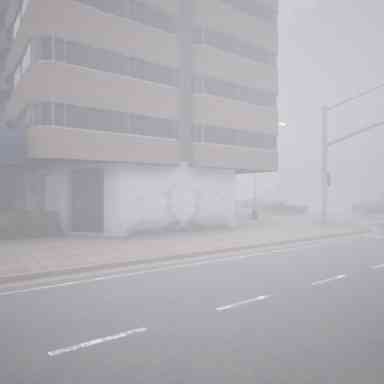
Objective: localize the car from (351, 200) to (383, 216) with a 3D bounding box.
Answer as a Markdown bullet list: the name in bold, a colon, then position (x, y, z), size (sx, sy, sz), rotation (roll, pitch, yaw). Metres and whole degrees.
- **car**: position (17.063, 1.491, 30.205), size (2.128, 1.511, 4.902), rotation (0, 0, -39)

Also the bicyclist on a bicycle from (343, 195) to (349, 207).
- **bicyclist on a bicycle**: position (22.040, 1.301, 47.694), size (1.656, 1.620, 0.582), rotation (0, 0, -36)

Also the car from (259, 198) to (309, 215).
- **car**: position (9.578, 1.601, 34.258), size (1.895, 1.301, 4.718), rotation (0, 0, -36)

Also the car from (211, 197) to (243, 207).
- **car**: position (5.435, 1.547, 52.198), size (2.033, 1.411, 5.357), rotation (0, 0, -36)

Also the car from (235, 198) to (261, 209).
- **car**: position (8.294, 1.491, 41.984), size (2.128, 1.511, 4.902), rotation (0, 0, -36)

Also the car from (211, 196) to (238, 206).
- **car**: position (5.607, 1.491, 57.948), size (2.128, 1.511, 4.902), rotation (0, 0, -35)
